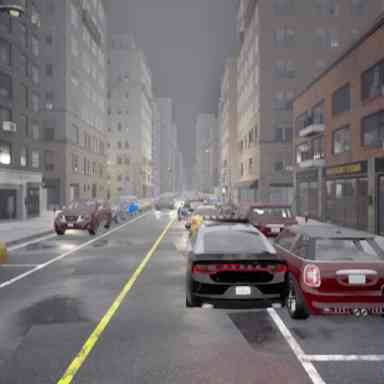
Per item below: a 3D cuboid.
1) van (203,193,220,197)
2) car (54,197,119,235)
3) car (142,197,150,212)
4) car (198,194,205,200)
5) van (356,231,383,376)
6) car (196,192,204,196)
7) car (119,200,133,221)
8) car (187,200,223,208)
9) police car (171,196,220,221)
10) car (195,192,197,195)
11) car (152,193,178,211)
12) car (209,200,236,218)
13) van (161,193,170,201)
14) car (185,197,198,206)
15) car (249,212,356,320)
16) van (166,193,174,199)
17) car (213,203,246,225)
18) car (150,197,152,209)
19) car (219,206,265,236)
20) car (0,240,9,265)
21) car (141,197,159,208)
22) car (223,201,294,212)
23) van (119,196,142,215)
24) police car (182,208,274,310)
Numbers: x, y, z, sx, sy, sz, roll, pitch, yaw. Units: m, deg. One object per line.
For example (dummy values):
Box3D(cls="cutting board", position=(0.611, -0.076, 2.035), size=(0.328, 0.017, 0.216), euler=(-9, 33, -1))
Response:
Box3D(cls="van", position=(2.614, 1.256, 41.320), size=(1.690, 1.788, 3.998), euler=(0, 0, 0))
Box3D(cls="car", position=(-5.882, 1.280, 18.619), size=(2.192, 1.841, 5.009), euler=(0, 0, 0))
Box3D(cls="car", position=(-5.904, 1.456, 35.454), size=(1.752, 1.417, 4.829), euler=(0, 0, 0))
Box3D(cls="car", position=(2.550, 1.325, 90.940), size=(1.947, 1.339, 4.313), euler=(0, 0, 0))
Box3D(cls="van", position=(2.665, 1.338, 1.634), size=(1.690, 1.788, 3.998), euler=(0, 0, 0))
Box3D(cls="car", position=(2.572, 1.257, 74.185), size=(1.967, 1.590, 4.097), euler=(0, 0, 0))
Box3D(cls="car", position=(-5.890, 1.505, 24.287), size=(2.008, 1.369, 4.403), euler=(0, 0, 0))
Box3D(cls="car", position=(0.763, 1.422, 18.132), size=(1.801, 1.575, 5.366), euler=(0, 0, 0))
Box3D(cls="police car", position=(0.242, 1.380, 23.958), size=(1.930, 1.638, 5.238), euler=(0, 0, -17))
Box3D(cls="car", position=(2.557, 1.095, 85.355), size=(2.192, 1.841, 5.009), euler=(0, 0, 0))
Box3D(cls="car", position=(-3.119, 1.272, 39.280), size=(2.097, 1.767, 4.553), euler=(0, 0, 0))
Box3D(cls="car", position=(2.629, 1.494, 29.980), size=(2.008, 1.369, 4.403), euler=(0, 0, 0))
Box3D(cls="van", position=(-5.954, 1.158, 74.156), size=(1.690, 1.788, 3.998), euler=(0, 0, 0))
Box3D(cls="car", position=(-0.067, 1.485, 51.554), size=(1.895, 1.301, 4.718), euler=(0, 0, 0))
Box3D(cls="car", position=(2.658, 1.426, 7.304), size=(1.967, 1.590, 4.097), euler=(0, 0, 0))
Box3D(cls="van", position=(-5.975, 1.100, 90.914), size=(1.690, 1.788, 3.998), euler=(0, 0, 0))
Box3D(cls="car", position=(2.636, 1.520, 24.312), size=(1.947, 1.339, 4.313), euler=(0, 0, 0))
Box3D(cls="car", position=(-5.911, 1.440, 41.124), size=(1.752, 1.417, 4.829), euler=(0, 0, 0))
Box3D(cls="car", position=(2.643, 1.531, 18.643), size=(1.947, 1.339, 4.313), euler=(0, 0, 0))
Box3D(cls="car", position=(-5.867, 1.512, 7.113), size=(1.752, 1.417, 4.829), euler=(0, 0, 0))
Box3D(cls="car", position=(-5.919, 1.449, 46.961), size=(2.008, 1.369, 4.403), euler=(0, 0, 0))
Box3D(cls="car", position=(2.650, 1.291, 12.972), size=(2.192, 1.841, 5.009), euler=(0, 0, 0))
Box3D(cls="van", position=(-5.897, 1.285, 29.955), size=(1.690, 1.788, 3.998), euler=(0, 0, 0))
Box3D(cls="police car", position=(0.786, 1.410, 8.037), size=(1.930, 1.638, 5.238), euler=(0, 0, -1))
